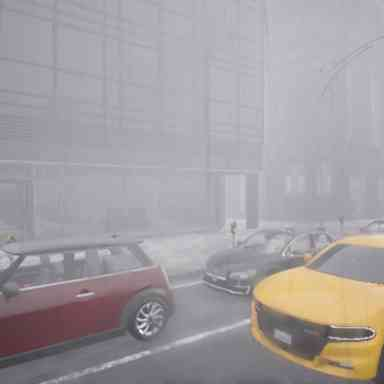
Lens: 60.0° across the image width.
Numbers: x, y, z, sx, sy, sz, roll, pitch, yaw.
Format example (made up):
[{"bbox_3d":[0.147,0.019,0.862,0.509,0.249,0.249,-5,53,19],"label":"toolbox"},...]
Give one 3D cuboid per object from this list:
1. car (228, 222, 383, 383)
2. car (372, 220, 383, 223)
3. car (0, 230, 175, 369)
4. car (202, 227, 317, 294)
[{"bbox_3d":[3.139,1.492,5.483,5.008,1.535,1.882,0,0,-35],"label":"car"},{"bbox_3d":[6.853,1.613,11.402,4.206,1.307,1.802,0,0,-35],"label":"car"},{"bbox_3d":[-2.356,1.442,4.859,4.097,1.590,1.967,0,0,-35],"label":"car"},{"bbox_3d":[2.249,1.567,8.130,4.403,1.369,2.008,0,0,-35],"label":"car"}]
